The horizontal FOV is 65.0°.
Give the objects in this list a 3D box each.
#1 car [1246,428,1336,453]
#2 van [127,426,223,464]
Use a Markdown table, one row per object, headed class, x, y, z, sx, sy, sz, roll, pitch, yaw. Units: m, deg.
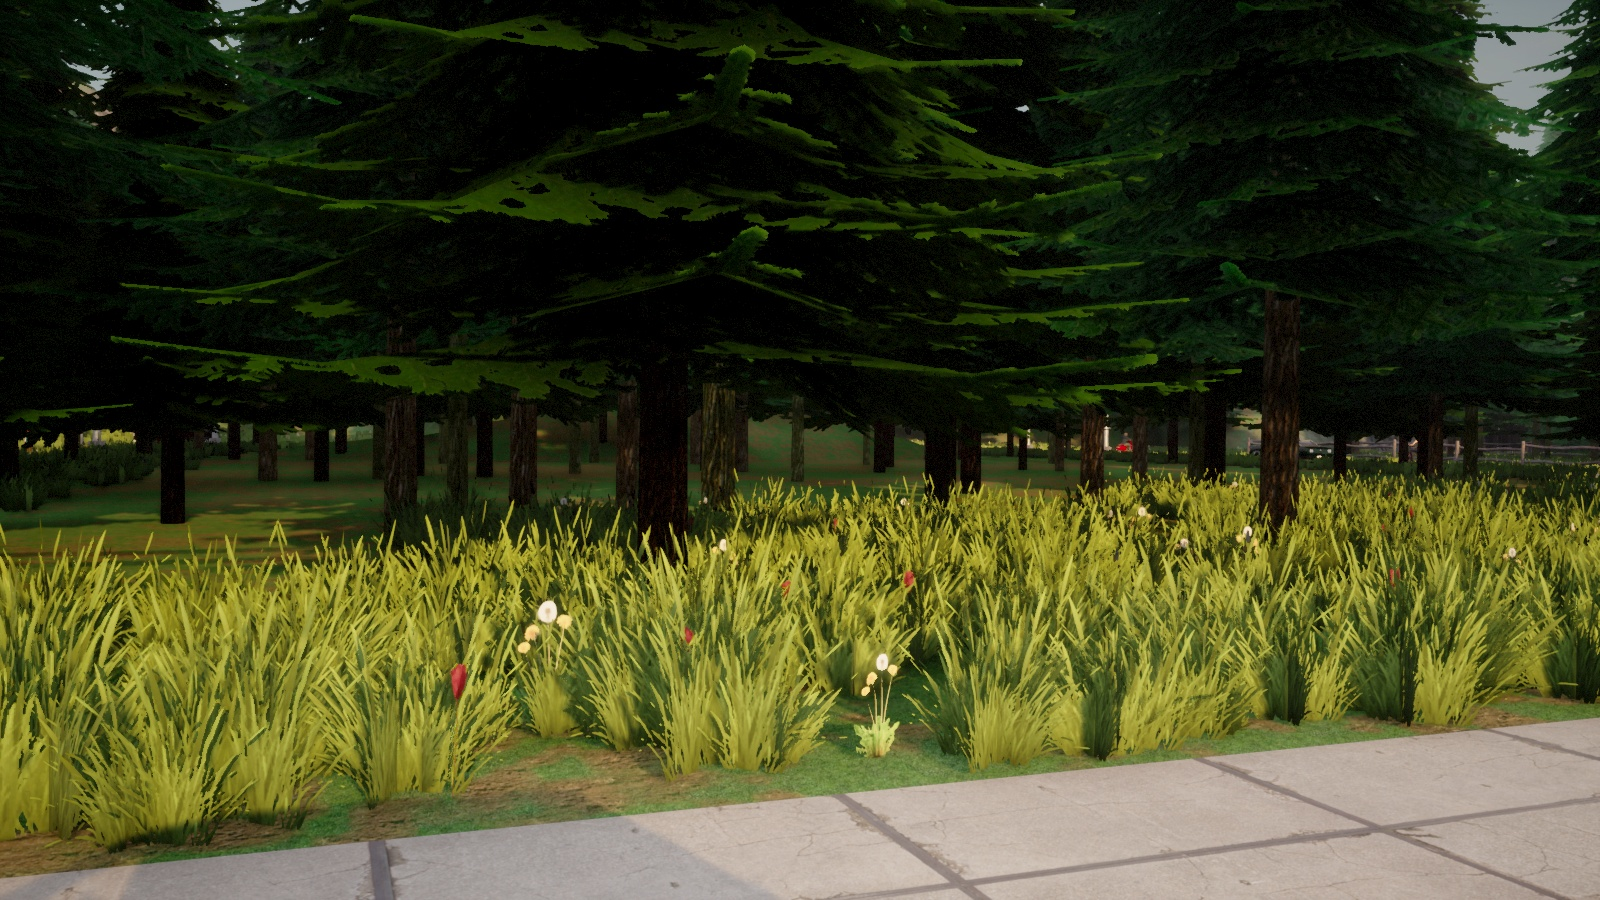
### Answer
| class | x | y | z | sx | sy | sz | roll | pitch | yaw |
| --- | --- | --- | --- | --- | --- | --- | --- | --- | --- |
| car | 26.716 | -0.531 | 68.480 | 1.895 | 1.301 | 4.718 | -1 | 1 | -20 |
| van | -36.102 | -0.307 | 72.666 | 2.069 | 2.038 | 4.480 | 0 | 3 | 31 |
